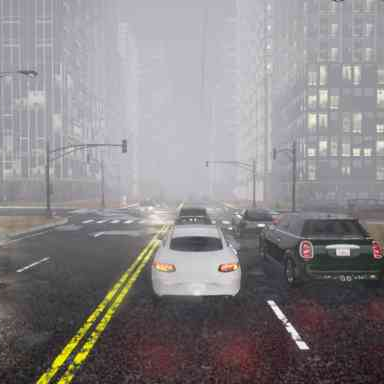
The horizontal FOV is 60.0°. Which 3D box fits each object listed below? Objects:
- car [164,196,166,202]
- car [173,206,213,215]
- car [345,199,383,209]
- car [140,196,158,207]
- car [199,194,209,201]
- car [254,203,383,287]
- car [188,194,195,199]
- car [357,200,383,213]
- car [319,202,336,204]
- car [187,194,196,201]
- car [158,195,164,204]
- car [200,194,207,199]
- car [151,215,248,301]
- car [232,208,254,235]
[{"bbox_3d":[-6.682,1.414,71.475,1.882,1.535,5.008,0,0,0],"label":"car"},{"bbox_3d":[0.056,1.495,17.432,1.837,1.490,4.892,0,0,0],"label":"car"},{"bbox_3d":[16.127,1.518,29.599,5.009,1.841,2.192,1,0,1],"label":"car"},{"bbox_3d":[-6.718,1.526,50.776,1.994,1.385,4.181,0,0,0],"label":"car"},{"bbox_3d":[3.048,1.392,80.356,1.882,1.535,5.008,0,0,0],"label":"car"},{"bbox_3d":[3.327,1.348,9.460,2.097,1.767,4.553,0,0,0],"label":"car"},{"bbox_3d":[-0.229,1.216,90.766,1.882,1.535,5.008,0,0,0],"label":"car"},{"bbox_3d":[21.714,1.641,37.900,4.829,1.417,1.752,1,0,1],"label":"car"},{"bbox_3d":[13.947,1.691,35.384,4.718,1.301,1.895,1,1,0],"label":"car"},{"bbox_3d":[-0.202,1.414,80.348,1.837,1.490,4.892,0,0,0],"label":"car"},{"bbox_3d":[-6.722,1.427,61.100,1.882,1.535,5.008,0,0,1],"label":"car"},{"bbox_3d":[3.021,1.262,90.773,1.812,1.442,4.674,0,0,0],"label":"car"},{"bbox_3d":[0.081,1.522,8.183,1.812,1.442,4.674,0,0,0],"label":"car"},{"bbox_3d":[3.304,1.554,17.846,1.994,1.385,4.181,0,0,0],"label":"car"}]
